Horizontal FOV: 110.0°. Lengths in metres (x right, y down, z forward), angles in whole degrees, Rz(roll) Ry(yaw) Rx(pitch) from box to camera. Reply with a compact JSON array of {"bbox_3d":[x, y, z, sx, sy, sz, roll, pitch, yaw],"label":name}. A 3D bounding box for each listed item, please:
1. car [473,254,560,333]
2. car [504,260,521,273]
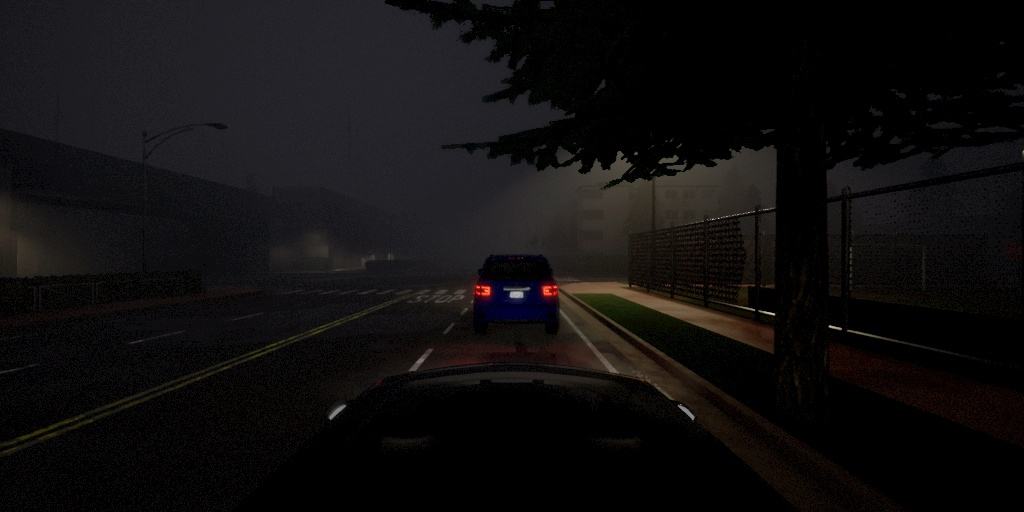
[{"bbox_3d":[0.116,0.978,10.845,2.150,2.045,5.566,0,0,0],"label":"car"},{"bbox_3d":[0.029,1.270,45.704,2.128,1.511,4.902,0,0,0],"label":"car"}]
